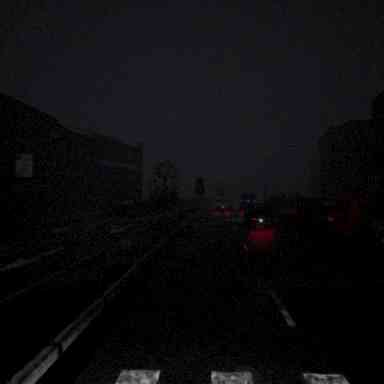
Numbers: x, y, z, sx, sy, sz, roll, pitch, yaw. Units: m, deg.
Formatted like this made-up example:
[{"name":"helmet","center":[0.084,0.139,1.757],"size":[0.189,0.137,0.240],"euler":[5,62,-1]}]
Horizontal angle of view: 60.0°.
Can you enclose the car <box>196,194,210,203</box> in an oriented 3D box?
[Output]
[{"name":"car","center":[1.551,1.334,71.285],"size":[2.435,2.045,5.566],"euler":[0,-1,16]}]

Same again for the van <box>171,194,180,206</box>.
[{"name":"van","center":[-3.589,1.182,49.628],"size":[1.878,1.987,4.442],"euler":[0,0,12]}]

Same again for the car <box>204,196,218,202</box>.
[{"name":"car","center":[4.820,1.811,82.038],"size":[2.231,1.521,4.892],"euler":[0,-2,19]}]

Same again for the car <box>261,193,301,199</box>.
[{"name":"car","center":[12.590,1.150,46.401],"size":[5.566,2.045,2.435],"euler":[0,0,11]}]

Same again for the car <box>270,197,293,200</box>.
[{"name":"car","center":[10.434,1.502,32.786],"size":[4.792,1.488,2.163],"euler":[0,0,8]}]

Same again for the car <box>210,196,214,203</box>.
[{"name":"car","center":[3.133,1.561,76.664],"size":[2.185,1.767,4.553],"euler":[0,-1,17]}]

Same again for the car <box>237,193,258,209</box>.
[{"name":"car","center":[7.166,1.161,42.294],"size":[2.150,2.045,5.566],"euler":[0,1,10]}]

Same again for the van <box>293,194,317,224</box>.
[{"name":"van","center":[9.279,1.291,21.929],"size":[4.442,1.987,1.878],"euler":[0,0,6]}]

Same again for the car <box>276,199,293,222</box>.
[{"name":"car","center":[9.247,1.505,24.680],"size":[5.366,1.575,1.946],"euler":[0,0,6]}]

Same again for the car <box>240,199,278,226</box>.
[{"name":"car","center":[4.611,1.531,23.428],"size":[1.837,1.490,4.892],"euler":[0,0,6]}]

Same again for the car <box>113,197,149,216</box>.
[{"name":"car","center":[-6.266,1.468,33.358],"size":[2.097,1.535,5.008],"euler":[0,0,8]}]

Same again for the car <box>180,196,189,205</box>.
[{"name":"car","center":[-2.419,1.459,55.177],"size":[2.002,1.452,4.674],"euler":[0,0,12]}]

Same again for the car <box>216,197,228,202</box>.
[{"name":"car","center":[8.441,2.117,92.357],"size":[2.163,1.488,4.792],"euler":[0,-2,21]}]

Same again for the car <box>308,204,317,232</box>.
[{"name":"car","center":[8.686,1.556,16.633],"size":[4.792,1.488,2.163],"euler":[0,0,5]}]

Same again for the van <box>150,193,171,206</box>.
[{"name":"van","center":[-4.594,1.193,44.181],"size":[1.878,1.987,4.442],"euler":[0,0,11]}]

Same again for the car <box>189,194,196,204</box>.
[{"name":"car","center":[-1.195,1.493,60.583],"size":[2.002,1.452,4.674],"euler":[0,-1,14]}]

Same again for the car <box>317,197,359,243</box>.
[{"name":"car","center":[8.560,1.277,13.908],"size":[5.566,2.045,2.435],"euler":[0,0,4]}]

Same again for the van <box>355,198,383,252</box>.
[{"name":"van","center":[8.247,1.299,11.177],"size":[4.442,1.987,1.878],"euler":[0,0,4]}]

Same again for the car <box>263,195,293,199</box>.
[{"name":"car","center":[11.621,1.450,41.022],"size":[4.792,1.488,2.163],"euler":[0,0,10]}]

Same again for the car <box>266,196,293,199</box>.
[{"name":"car","center":[10.780,1.458,35.497],"size":[4.892,1.521,2.231],"euler":[0,0,9]}]

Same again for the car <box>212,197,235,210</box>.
[{"name":"car","center":[4.046,1.544,41.844],"size":[1.895,1.301,4.718],"euler":[0,0,9]}]

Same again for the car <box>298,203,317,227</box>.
[{"name":"car","center":[8.919,1.562,19.238],"size":[4.674,1.452,2.002],"euler":[0,0,5]}]

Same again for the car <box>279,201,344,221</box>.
[{"name":"car","center":[9.731,1.539,27.372],"size":[4.674,1.452,2.002],"euler":[0,0,7]}]

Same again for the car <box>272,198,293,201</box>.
[{"name":"car","center":[10.025,1.516,30.088],"size":[4.792,1.488,2.163],"euler":[0,0,7]}]

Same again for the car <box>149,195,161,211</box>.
[{"name":"car","center":[-5.488,1.474,38.795],"size":[2.163,1.488,4.792],"euler":[0,0,10]}]

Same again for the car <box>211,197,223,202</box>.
[{"name":"car","center":[6.559,1.987,87.170],"size":[2.002,1.452,4.674],"euler":[0,-2,20]}]
